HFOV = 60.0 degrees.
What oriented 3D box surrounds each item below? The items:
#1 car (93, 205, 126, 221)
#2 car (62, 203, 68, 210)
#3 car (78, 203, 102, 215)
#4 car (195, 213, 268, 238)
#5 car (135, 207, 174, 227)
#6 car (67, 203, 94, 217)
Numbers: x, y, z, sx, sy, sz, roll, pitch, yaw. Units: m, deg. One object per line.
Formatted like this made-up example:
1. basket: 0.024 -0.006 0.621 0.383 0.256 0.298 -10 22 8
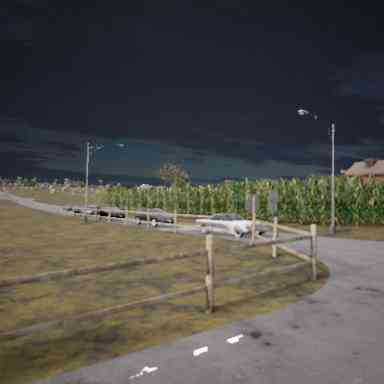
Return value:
1. car: -8.587 2.248 35.601 1.882 1.535 5.008 3 -3 -35
2. car: -21.528 2.672 58.940 1.994 1.385 4.181 3 -1 -35
3. car: -15.589 2.581 50.560 1.882 1.535 5.008 3 -2 -35
4. car: 2.331 1.981 20.260 1.895 1.301 4.718 3 -3 -37
5. car: -3.107 2.083 27.866 1.837 1.490 4.892 3 -3 -35
6. car: -14.289 2.420 43.697 2.128 1.511 4.902 3 -2 -35
